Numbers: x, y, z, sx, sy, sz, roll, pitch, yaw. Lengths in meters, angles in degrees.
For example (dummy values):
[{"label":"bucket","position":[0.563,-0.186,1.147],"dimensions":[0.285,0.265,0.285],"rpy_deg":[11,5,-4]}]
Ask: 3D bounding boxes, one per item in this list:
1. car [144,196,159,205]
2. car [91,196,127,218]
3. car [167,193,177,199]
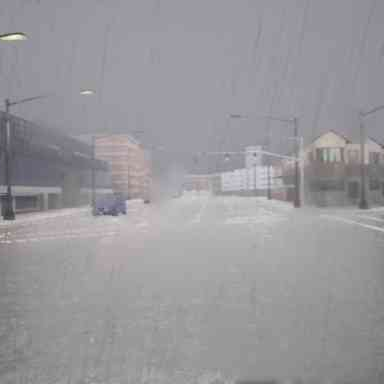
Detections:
[{"label":"car","position":[-6.603,1.376,54.415],"dimensions":[1.895,1.301,4.718],"rpy_deg":[-1,2,4]},{"label":"car","position":[-8.099,1.466,33.079],"dimensions":[2.150,2.045,5.566],"rpy_deg":[-1,2,4]},{"label":"car","position":[-4.874,0.975,79.304],"dimensions":[1.812,1.442,4.674],"rpy_deg":[-1,0,4]}]
